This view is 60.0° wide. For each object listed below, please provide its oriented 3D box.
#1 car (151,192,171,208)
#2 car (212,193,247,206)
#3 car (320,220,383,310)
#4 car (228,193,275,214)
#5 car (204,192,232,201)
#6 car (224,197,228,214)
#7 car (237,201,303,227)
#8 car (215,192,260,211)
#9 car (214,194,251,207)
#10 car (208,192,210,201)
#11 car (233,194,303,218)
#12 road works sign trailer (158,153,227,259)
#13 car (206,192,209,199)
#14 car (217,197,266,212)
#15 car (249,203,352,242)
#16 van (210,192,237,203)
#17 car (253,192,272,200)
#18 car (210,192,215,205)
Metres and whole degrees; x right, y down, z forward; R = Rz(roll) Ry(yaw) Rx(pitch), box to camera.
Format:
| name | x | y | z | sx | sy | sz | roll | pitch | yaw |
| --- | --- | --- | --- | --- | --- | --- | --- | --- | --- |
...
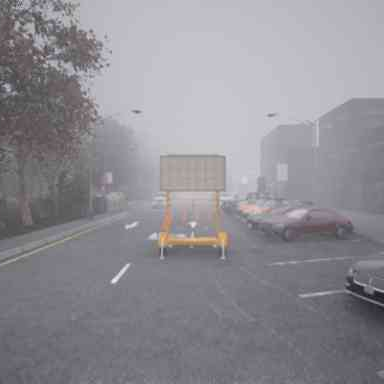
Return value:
| name | x | y | z | sx | sy | sz | roll | pitch | yaw |
| --- | --- | --- | --- | --- | --- | --- | --- | --- | --- |
| car | -3.923 | 1.007 | 43.095 | 2.150 | 2.045 | 5.566 | 0 | 0 | 0 |
| car | 5.513 | 1.130 | 48.548 | 4.553 | 1.767 | 2.185 | 1 | 0 | -20 |
| car | 5.323 | 1.447 | 6.529 | 4.892 | 1.521 | 2.231 | 1 | 1 | -20 |
| car | 5.425 | 1.221 | 24.541 | 4.553 | 1.767 | 2.185 | 1 | 1 | -20 |
| car | 5.661 | 0.952 | 72.604 | 5.566 | 2.045 | 2.435 | 1 | 0 | -20 |
| car | 5.407 | 1.372 | 27.539 | 4.674 | 1.452 | 2.002 | 1 | 0 | -20 |
| car | 5.332 | 1.406 | 18.521 | 4.792 | 1.488 | 2.163 | 1 | 1 | -20 |
| car | 5.419 | 1.067 | 30.515 | 5.566 | 2.045 | 2.435 | 1 | 1 | -20 |
| car | 5.495 | 1.138 | 45.546 | 4.553 | 1.767 | 2.185 | 1 | 0 | -20 |
| car | 5.612 | 1.117 | 54.564 | 4.553 | 1.767 | 2.185 | 1 | 0 | -20 |
| car | 5.408 | 1.236 | 21.540 | 4.553 | 1.767 | 2.185 | 1 | 1 | -20 |
| road works sign trailer | 0.027 | 0.390 | 12.261 | 2.380 | 3.560 | 2.880 | 0 | 0 | 0 |
| car | 5.585 | 1.235 | 57.568 | 5.008 | 1.535 | 2.097 | 1 | 0 | -20 |
| car | 5.439 | 1.324 | 36.532 | 4.792 | 1.488 | 2.163 | 1 | 1 | -20 |
| car | 5.347 | 1.433 | 15.529 | 4.674 | 1.452 | 2.002 | 1 | 1 | -20 |
| van | 5.717 | 1.005 | 60.612 | 4.442 | 1.987 | 1.878 | 1 | 0 | -20 |
| car | 18.685 | 0.928 | 88.549 | 2.435 | 2.045 | 5.566 | 0 | 1 | -21 |
| car | 5.465 | 1.032 | 39.532 | 5.566 | 2.045 | 2.435 | 1 | 0 | -20 |
